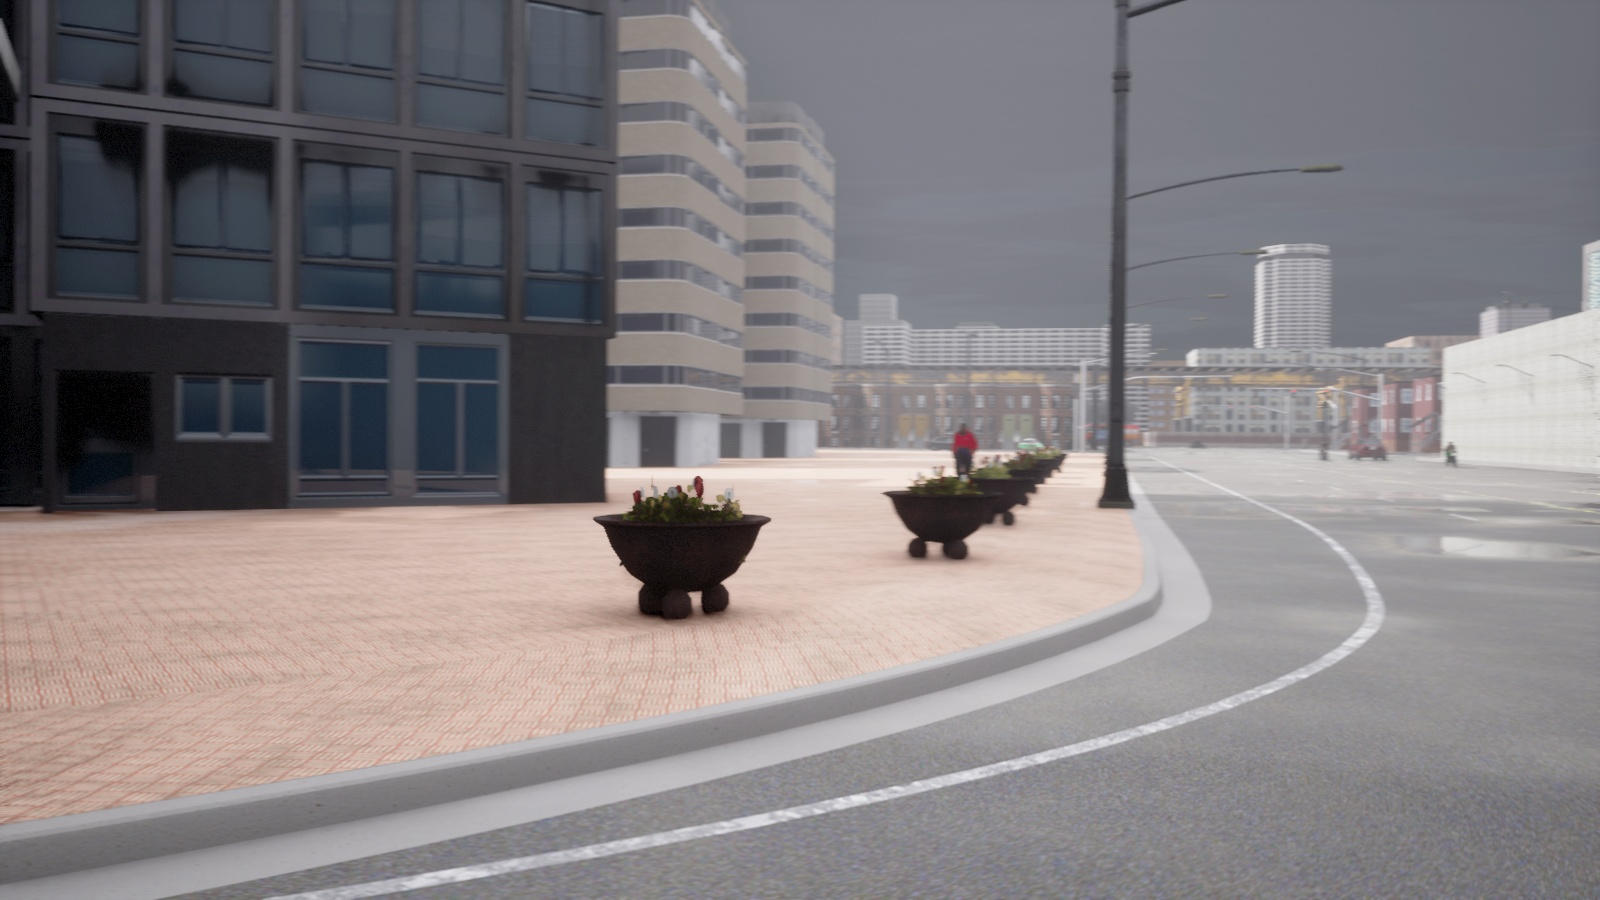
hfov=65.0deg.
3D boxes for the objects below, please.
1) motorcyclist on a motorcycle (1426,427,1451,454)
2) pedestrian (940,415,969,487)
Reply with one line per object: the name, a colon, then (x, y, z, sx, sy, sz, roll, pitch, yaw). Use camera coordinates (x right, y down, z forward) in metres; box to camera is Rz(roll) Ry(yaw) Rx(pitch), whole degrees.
motorcyclist on a motorcycle: (36.860, -0.565, 72.484, 0.797, 1.523, 2.044, -1, 1, 13)
pedestrian: (4.057, 0.022, 32.945, 0.634, 1.844, 0.899, 0, 1, 15)
